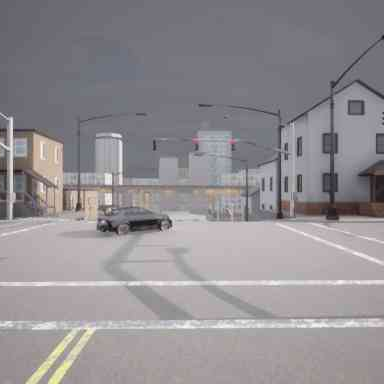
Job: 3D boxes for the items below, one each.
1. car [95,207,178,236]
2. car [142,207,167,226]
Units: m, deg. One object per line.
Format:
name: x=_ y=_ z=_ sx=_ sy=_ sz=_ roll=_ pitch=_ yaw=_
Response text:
car: x=-3.117 y=1.504 z=18.235 sx=1.994 sy=1.385 sz=4.181 roll=1 pitch=0 yaw=45
car: x=-3.670 y=2.535 z=33.444 sx=1.882 sy=1.535 sz=5.008 roll=0 pitch=-9 yaw=1
